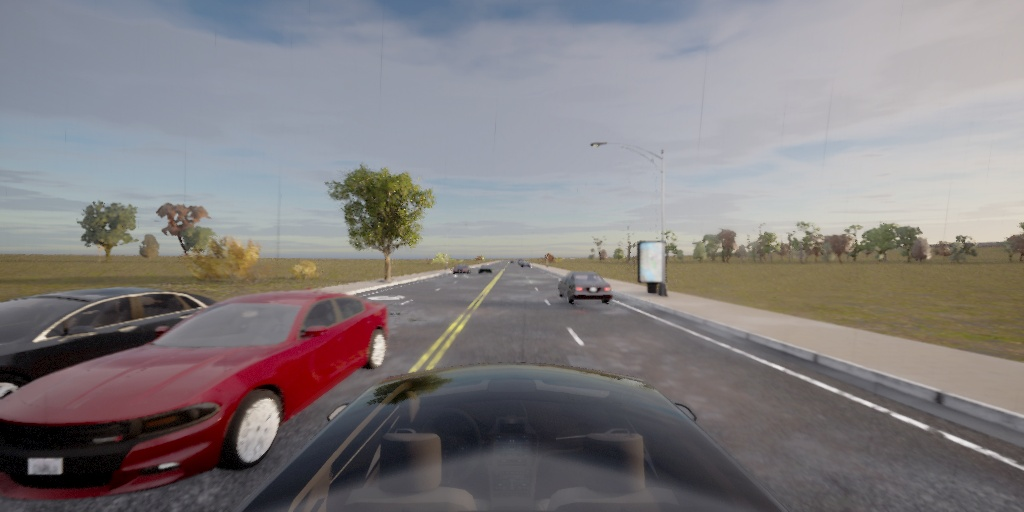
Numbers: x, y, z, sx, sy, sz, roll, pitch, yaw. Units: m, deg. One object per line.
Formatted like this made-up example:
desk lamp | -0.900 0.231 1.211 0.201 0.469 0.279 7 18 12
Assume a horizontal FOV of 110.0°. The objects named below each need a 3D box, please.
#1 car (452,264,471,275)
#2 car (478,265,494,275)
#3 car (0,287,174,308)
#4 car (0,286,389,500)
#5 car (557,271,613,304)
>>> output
car | -6.562 1.725 47.200 1.994 1.385 4.181 0 0 0
car | -3.318 1.754 46.322 1.895 1.301 4.718 0 -1 0
car | -6.599 1.289 5.401 1.837 1.490 4.892 0 -1 0
car | -3.350 1.259 5.070 1.882 1.535 5.008 0 -1 0
car | 3.353 1.441 17.299 2.033 1.411 5.357 0 0 0
